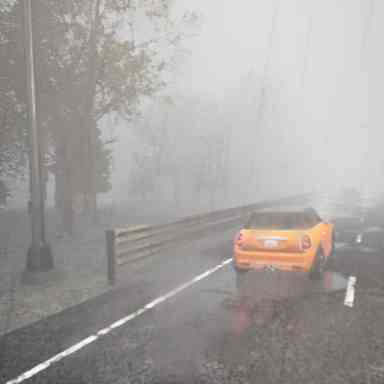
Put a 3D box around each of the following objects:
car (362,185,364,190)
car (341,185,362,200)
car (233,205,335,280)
[{"bbox_3d":[35.309,-0.415,71.186,1.895,1.301,4.718,-3,0,28],"label":"car"},{"bbox_3d":[21.226,0.137,44.606,2.097,1.767,4.553,-3,0,28],"label":"car"},{"bbox_3d":[2.848,1.171,9.689,2.097,1.767,4.553,-3,0,28],"label":"car"}]
